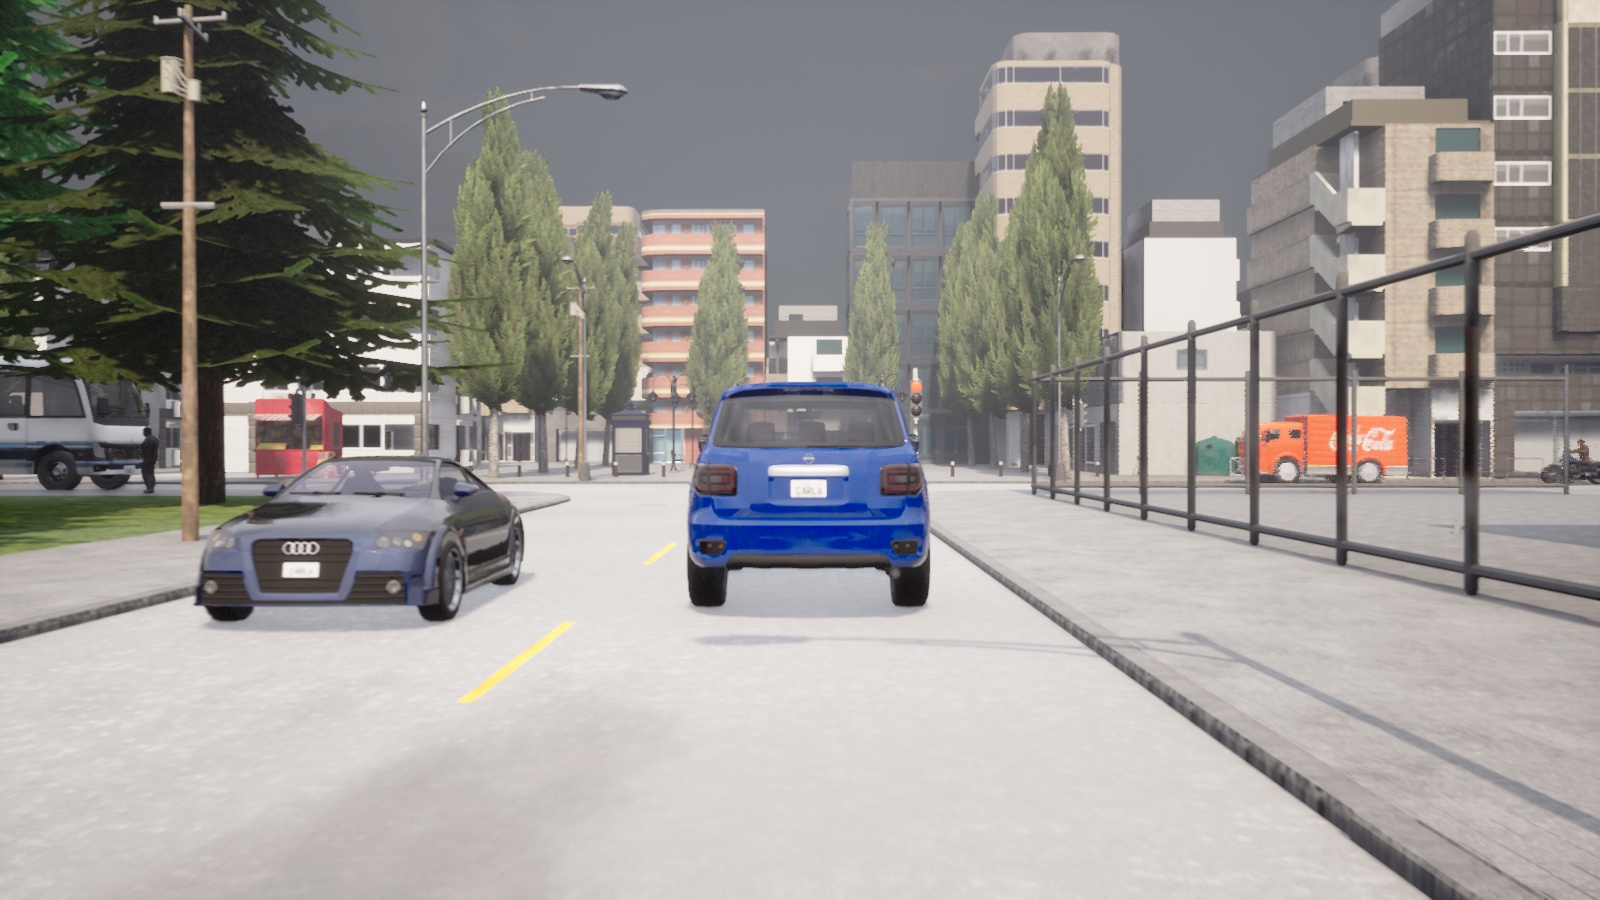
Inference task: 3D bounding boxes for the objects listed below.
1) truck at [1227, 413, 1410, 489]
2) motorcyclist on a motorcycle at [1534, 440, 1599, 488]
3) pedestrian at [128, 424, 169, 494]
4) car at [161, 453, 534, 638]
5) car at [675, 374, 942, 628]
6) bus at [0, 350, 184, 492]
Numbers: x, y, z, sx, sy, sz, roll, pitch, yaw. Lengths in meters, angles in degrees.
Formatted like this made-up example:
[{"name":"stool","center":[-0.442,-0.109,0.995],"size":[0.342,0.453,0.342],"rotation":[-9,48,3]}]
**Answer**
[{"name":"truck","center":[17.850,0.041,43.431],"size":[5.204,2.467,2.627],"rotation":[1,0,0]},{"name":"motorcyclist on a motorcycle","center":[26.775,0.474,43.390],"size":[2.350,1.649,0.766],"rotation":[0,0,0]},{"name":"pedestrian","center":[-17.692,0.250,34.103],"size":[0.849,1.883,0.563],"rotation":[0,0,-8]},{"name":"car","center":[-3.923,0.741,11.749],"size":[1.994,1.385,4.181],"rotation":[0,0,0]},{"name":"car","center":[0.088,0.393,12.875],"size":[2.150,2.045,5.566],"rotation":[0,0,0]},{"name":"bus","center":[-25.558,-0.873,39.667],"size":[10.273,4.253,3.944],"rotation":[0,0,2]}]
